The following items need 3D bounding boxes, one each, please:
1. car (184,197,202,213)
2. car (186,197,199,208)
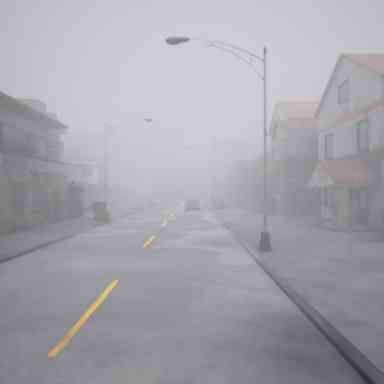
[{"bbox_3d":[0.127,1.536,37.395,2.033,1.411,5.357,0,0,-1],"label":"car"},{"bbox_3d":[0.034,1.492,48.563,1.837,1.490,4.892,0,0,0],"label":"car"}]
